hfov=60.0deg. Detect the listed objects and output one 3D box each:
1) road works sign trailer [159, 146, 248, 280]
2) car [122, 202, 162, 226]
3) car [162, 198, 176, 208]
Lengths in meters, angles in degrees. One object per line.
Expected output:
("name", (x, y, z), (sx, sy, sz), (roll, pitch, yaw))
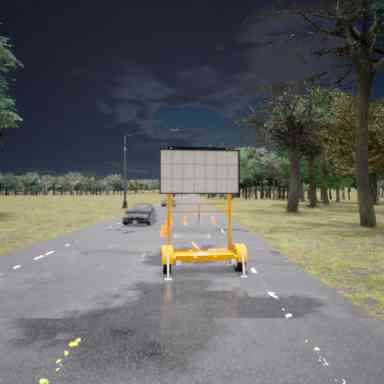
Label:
("road works sign trailer", (0.201, 0.460, 9.989), (2.380, 3.560, 2.880), (0, 0, -8))
("car", (-3.586, 1.545, 23.615), (2.033, 1.411, 5.357), (0, 0, 0))
("car", (-3.472, 1.596, 49.375), (1.994, 1.385, 4.181), (0, 0, 0))
